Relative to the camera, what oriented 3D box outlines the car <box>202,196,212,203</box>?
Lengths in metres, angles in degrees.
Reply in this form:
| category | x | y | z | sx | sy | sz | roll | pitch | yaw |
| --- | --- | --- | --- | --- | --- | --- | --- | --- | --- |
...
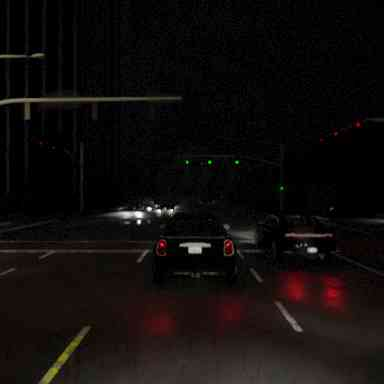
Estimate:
| category | x | y | z | sx | sy | sz | roll | pitch | yaw |
| --- | --- | --- | --- | --- | --- | --- | --- | --- | --- |
| car | 3.491 | 1.712 | 74.367 | 1.837 | 1.490 | 4.892 | 0 | 0 | 0 |

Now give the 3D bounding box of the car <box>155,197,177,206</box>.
| category | x | y | z | sx | sy | sz | roll | pitch | yaw |
| --- | --- | --- | --- | --- | --- | --- | --- | --- | --- |
| car | -3.601 | 1.486 | 47.066 | 2.097 | 1.767 | 4.553 | 0 | 0 | 0 |

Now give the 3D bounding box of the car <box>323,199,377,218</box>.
| category | x | y | z | sx | sy | sz | roll | pitch | yaw |
| --- | --- | --- | --- | --- | --- | --- | --- | --- | --- |
| car | 14.668 | 1.497 | 31.201 | 4.553 | 1.767 | 2.097 | 0 | 0 | 2 |

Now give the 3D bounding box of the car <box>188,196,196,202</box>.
| category | x | y | z | sx | sy | sz | roll | pitch | yaw |
| --- | --- | --- | --- | --- | --- | --- | --- | --- | --- |
| car | -0.011 | 1.781 | 84.739 | 2.033 | 1.411 | 5.357 | 0 | 0 | 0 |

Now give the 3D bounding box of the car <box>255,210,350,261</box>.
| category | x | y | z | sx | sy | sz | roll | pitch | yaw |
| --- | --- | --- | --- | --- | --- | --- | --- | --- | --- |
| car | 3.593 | 1.527 | 12.370 | 2.128 | 1.511 | 4.902 | 0 | 0 | 0 |

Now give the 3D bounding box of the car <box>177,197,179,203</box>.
| category | x | y | z | sx | sy | sz | roll | pitch | yaw |
| --- | --- | --- | --- | --- | --- | --- | --- | --- | --- |
| car | -3.582 | 1.664 | 56.168 | 1.837 | 1.490 | 4.892 | 0 | 0 | 0 |

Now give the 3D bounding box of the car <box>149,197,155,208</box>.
| category | x | y | z | sx | sy | sz | roll | pitch | yaw |
| --- | --- | --- | --- | --- | --- | --- | --- | --- | --- |
| car | -7.092 | 1.674 | 52.229 | 1.812 | 1.442 | 4.674 | 0 | 0 | 0 |

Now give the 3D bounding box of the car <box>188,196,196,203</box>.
| category | x | y | z | sx | sy | sz | roll | pitch | yaw |
| --- | --- | --- | --- | --- | --- | --- | --- | --- | --- |
| car | -0.009 | 1.689 | 74.389 | 1.882 | 1.535 | 5.008 | 0 | 0 | 0 |

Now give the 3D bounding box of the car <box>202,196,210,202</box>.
| category | x | y | z | sx | sy | sz | roll | pitch | yaw |
| --- | --- | --- | --- | --- | --- | --- | --- | --- | --- |
| car | 3.489 | 1.718 | 84.466 | 1.882 | 1.535 | 5.008 | 0 | 0 | 0 |

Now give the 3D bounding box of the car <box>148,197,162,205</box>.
| category | x | y | z | sx | sy | sz | roll | pitch | yaw |
| --- | --- | --- | --- | --- | --- | --- | --- | --- | --- |
| car | -7.033 | 1.727 | 63.297 | 2.033 | 1.411 | 5.357 | 0 | 0 | 1 |

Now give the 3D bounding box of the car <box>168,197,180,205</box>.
| category | x | y | z | sx | sy | sz | roll | pitch | yaw |
| --- | --- | --- | --- | --- | --- | --- | --- | --- | --- |
| car | -3.508 | 1.737 | 66.576 | 2.033 | 1.411 | 5.357 | 0 | 0 | 0 |

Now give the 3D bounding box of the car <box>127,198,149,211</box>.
| category | x | y | z | sx | sy | sz | roll | pitch | yaw |
| --- | --- | --- | --- | --- | --- | --- | --- | --- | --- |
| car | -7.104 | 1.723 | 43.073 | 1.895 | 1.301 | 4.718 | 0 | 0 | 0 |

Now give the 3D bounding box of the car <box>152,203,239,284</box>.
| category | x | y | z | sx | sy | sz | roll | pitch | yaw |
| --- | --- | --- | --- | --- | --- | --- | --- | --- | --- |
| car | 0.081 | 1.380 | 9.858 | 2.097 | 1.767 | 4.553 | 0 | 0 | 0 |
